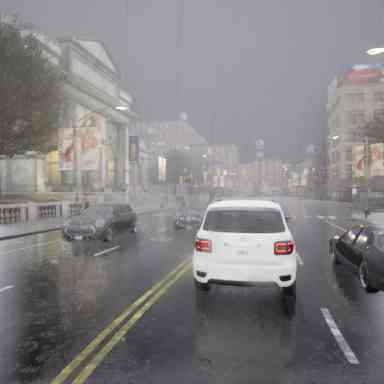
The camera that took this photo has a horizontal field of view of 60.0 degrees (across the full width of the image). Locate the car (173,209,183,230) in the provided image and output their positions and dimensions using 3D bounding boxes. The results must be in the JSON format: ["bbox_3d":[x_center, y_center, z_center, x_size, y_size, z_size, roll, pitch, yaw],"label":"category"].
[{"bbox_3d":[0.293,1.418,20.840,2.097,1.767,4.553,0,0,12],"label":"car"}]

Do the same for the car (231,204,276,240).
[{"bbox_3d":[3.425,1.491,18.249,2.128,1.511,4.902,0,0,12],"label":"car"}]

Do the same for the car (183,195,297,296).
[{"bbox_3d":[1.464,1.221,8.943,2.150,2.045,5.566,0,0,11],"label":"car"}]

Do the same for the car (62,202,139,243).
[{"bbox_3d":[-4.314,1.351,16.298,2.097,1.767,4.553,0,0,13],"label":"car"}]

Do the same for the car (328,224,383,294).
[{"bbox_3d":[4.984,1.547,8.598,2.033,1.411,5.357,0,0,11],"label":"car"}]
